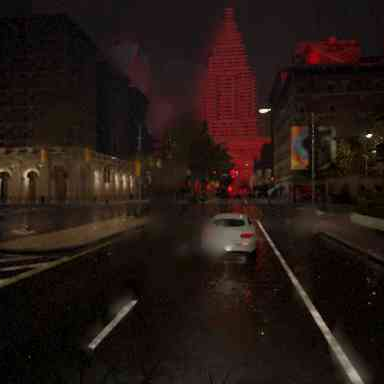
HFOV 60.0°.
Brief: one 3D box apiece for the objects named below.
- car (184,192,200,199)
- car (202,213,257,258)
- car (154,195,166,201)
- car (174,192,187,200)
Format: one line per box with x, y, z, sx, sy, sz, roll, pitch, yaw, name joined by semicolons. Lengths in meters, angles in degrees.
0.097;1.389;85.601;2.033;1.411;5.357;0;0;8;car
1.455;1.502;12.584;1.812;1.442;4.674;0;0;9;car
-7.638;1.463;79.086;1.895;1.301;4.718;0;0;8;car
-3.369;1.352;86.086;1.837;1.490;4.892;0;0;8;car
